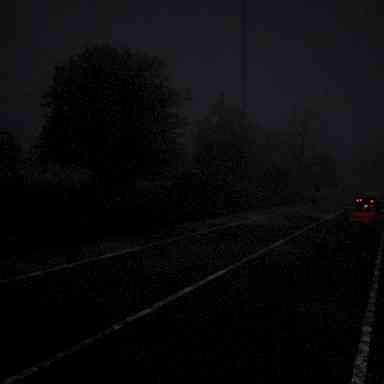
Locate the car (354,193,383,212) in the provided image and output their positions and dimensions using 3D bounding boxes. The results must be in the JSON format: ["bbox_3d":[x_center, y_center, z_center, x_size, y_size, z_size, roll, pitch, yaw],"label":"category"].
[{"bbox_3d":[15.564,0.887,29.427,1.837,1.490,4.892,4,2,31],"label":"car"}]
